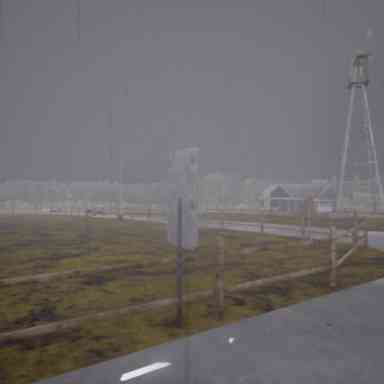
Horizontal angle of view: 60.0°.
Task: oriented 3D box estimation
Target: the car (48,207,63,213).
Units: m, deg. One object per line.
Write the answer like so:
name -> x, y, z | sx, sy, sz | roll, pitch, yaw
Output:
car -> -33.383, 4.467, 82.233 | 1.812, 1.442, 4.674 | 1, -3, -36

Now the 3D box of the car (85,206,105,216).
car -> -15.324, 2.931, 52.388 | 1.837, 1.490, 4.892 | 1, -2, -36
